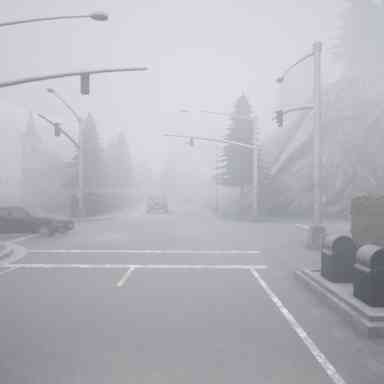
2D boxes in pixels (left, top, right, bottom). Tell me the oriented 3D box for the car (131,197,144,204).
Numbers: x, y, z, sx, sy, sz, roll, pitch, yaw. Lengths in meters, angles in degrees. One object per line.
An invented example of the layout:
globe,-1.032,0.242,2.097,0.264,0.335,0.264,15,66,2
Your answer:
car,-10.260,1.564,63.880,1.994,1.385,4.181,0,0,-26

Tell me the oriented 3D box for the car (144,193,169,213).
car,-3.756,1.221,37.202,2.150,2.045,5.566,0,0,-2

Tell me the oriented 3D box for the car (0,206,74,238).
car,-8.651,1.477,17.220,5.008,1.535,1.882,0,0,6

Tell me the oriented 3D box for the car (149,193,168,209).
car,-4.898,1.219,47.916,2.150,2.045,5.566,0,0,-12
